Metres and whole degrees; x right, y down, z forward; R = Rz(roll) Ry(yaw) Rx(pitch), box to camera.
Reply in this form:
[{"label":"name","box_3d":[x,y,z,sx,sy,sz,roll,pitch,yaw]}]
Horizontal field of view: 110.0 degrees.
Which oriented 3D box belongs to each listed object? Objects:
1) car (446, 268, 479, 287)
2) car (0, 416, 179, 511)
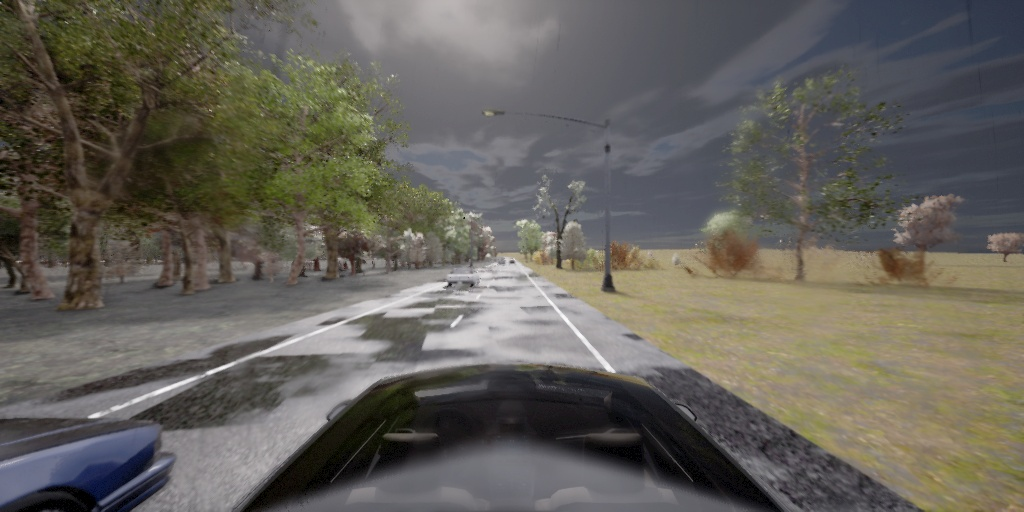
[{"label":"car","box_3d":[-3.488,1.514,26.210,1.895,1.301,4.718,0,0,0]},{"label":"car","box_3d":[-3.499,1.285,0.241,2.033,1.411,5.357,0,0,0]}]
